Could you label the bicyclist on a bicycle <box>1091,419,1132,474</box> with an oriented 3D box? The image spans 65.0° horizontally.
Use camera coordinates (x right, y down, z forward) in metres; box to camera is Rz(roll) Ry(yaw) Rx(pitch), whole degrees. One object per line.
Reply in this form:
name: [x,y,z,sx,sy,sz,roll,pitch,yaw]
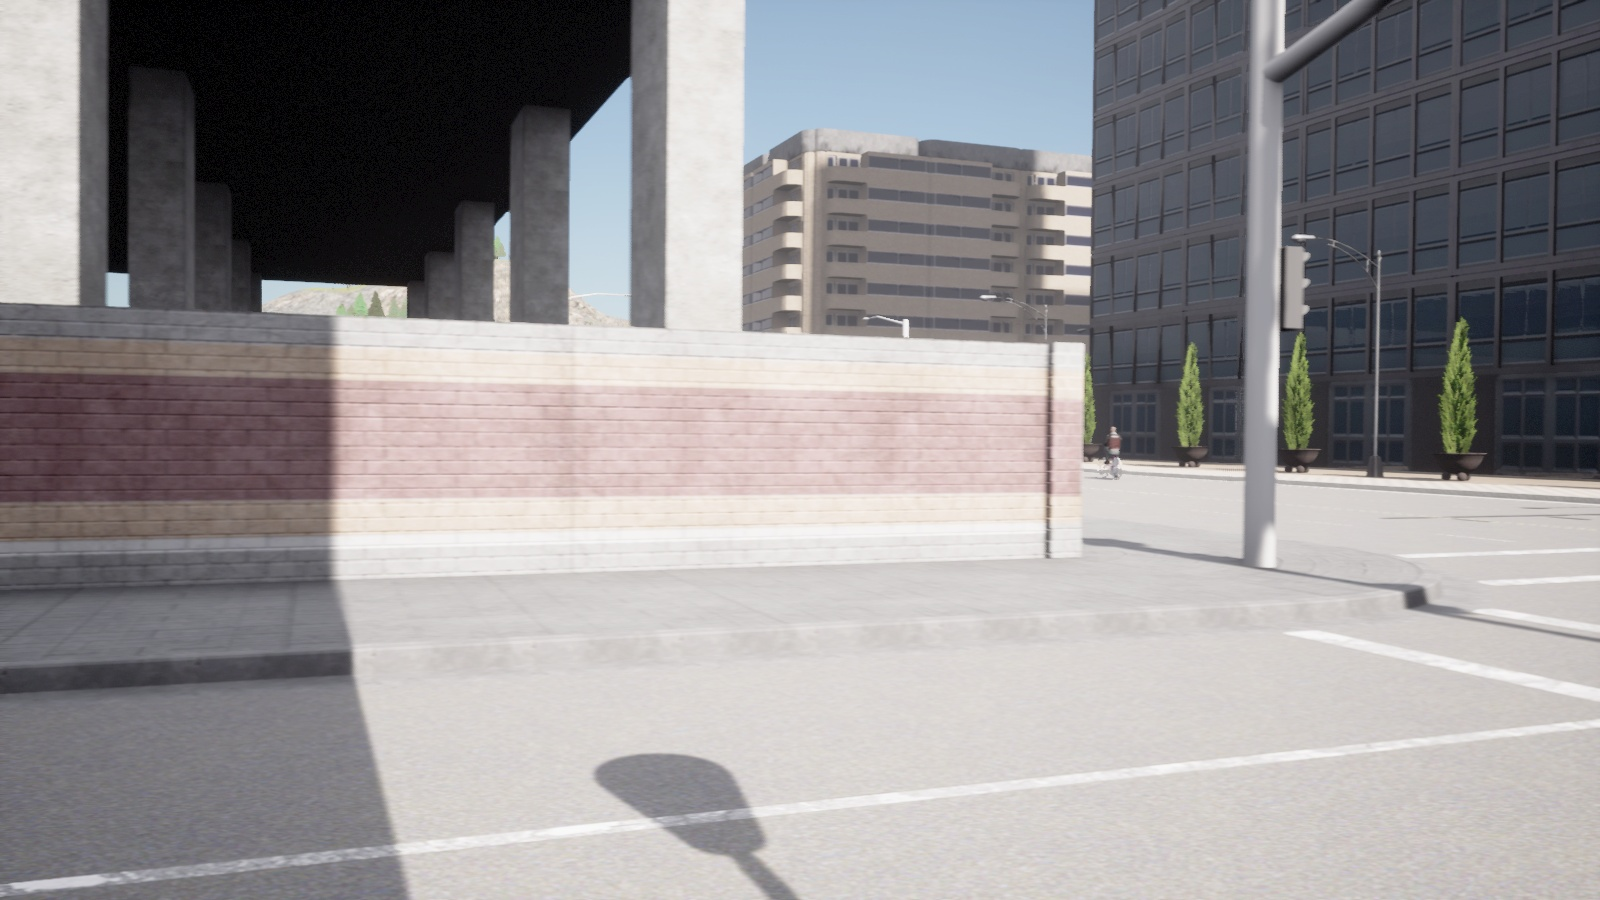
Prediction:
bicyclist on a bicycle: [10.346,-0.122,41.772,0.659,1.776,1.843,-1,1,-8]
